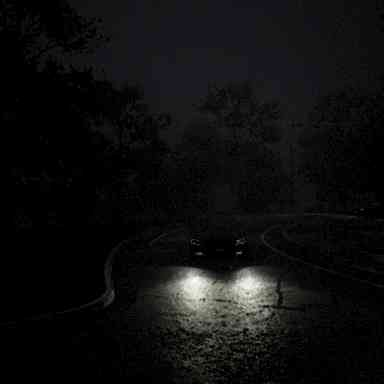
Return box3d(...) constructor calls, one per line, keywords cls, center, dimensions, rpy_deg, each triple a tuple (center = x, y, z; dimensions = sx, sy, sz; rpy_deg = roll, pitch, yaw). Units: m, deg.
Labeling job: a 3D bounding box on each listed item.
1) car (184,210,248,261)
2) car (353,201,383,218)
box3d(cls="car", center=(0.760, 1.474, 12.486), dimensions=(1.882, 1.535, 5.008), rpy_deg=(-1, 0, -2))
box3d(cls="car", center=(17.009, 1.510, 29.783), dimensions=(4.674, 1.442, 1.812), rpy_deg=(0, -1, 3))
